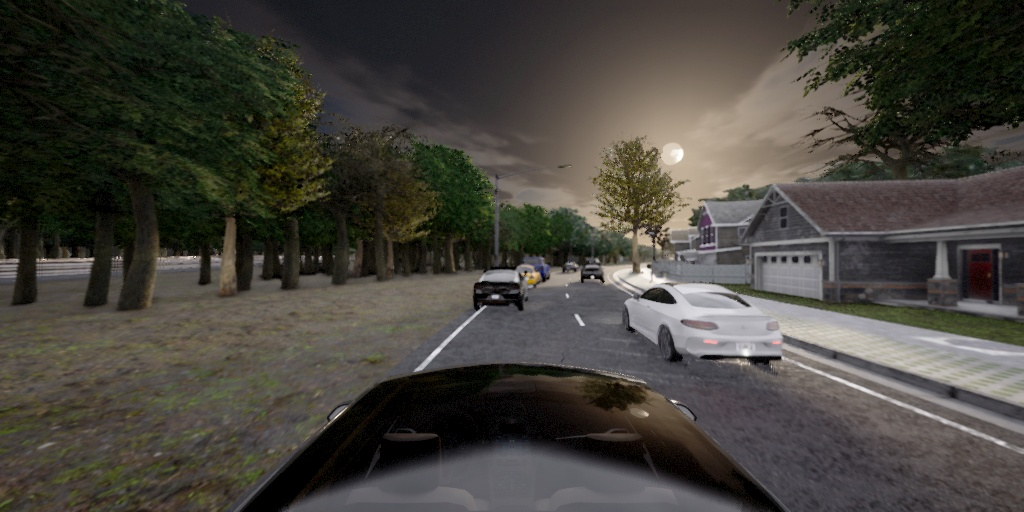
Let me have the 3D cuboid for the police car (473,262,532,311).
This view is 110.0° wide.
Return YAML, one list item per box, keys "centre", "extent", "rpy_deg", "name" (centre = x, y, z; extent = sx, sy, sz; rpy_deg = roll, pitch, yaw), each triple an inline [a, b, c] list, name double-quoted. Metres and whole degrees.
- centre: [-0.333, 1.242, 15.170]
  extent: [1.930, 1.638, 5.238]
  rpy_deg: [0, 0, 6]
  name: "police car"

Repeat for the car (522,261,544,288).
- centre: [0.973, 1.321, 25.118]
  extent: [1.801, 1.575, 5.366]
  rpy_deg: [0, 0, 9]
  name: "car"

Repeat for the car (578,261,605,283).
- centre: [6.759, 1.396, 30.277]
  extent: [1.837, 1.490, 4.892]
  rpy_deg: [0, 0, 11]
  name: "car"

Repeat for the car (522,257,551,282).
- centre: [2.023, 1.118, 30.836]
  extent: [2.150, 2.045, 5.566]
  rpy_deg: [0, 0, 11]
  name: "car"

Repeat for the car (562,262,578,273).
- centre: [8.186, 1.511, 49.506]
  extent: [1.812, 1.442, 4.674]
  rpy_deg: [0, 0, 21]
  name: "car"

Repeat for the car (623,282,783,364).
- centre: [3.885, 1.311, 8.077]
  extent: [1.812, 1.442, 4.674]
  rpy_deg: [0, 0, 3]
  name: "car"
